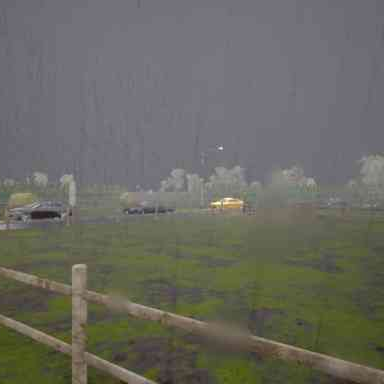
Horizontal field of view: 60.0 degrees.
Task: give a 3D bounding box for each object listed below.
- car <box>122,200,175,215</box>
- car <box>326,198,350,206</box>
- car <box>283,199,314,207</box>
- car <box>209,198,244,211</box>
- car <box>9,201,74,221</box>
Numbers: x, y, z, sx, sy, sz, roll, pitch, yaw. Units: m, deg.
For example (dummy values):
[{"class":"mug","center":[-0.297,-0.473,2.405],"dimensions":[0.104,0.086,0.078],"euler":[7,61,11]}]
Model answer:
[{"class":"car","center":[-4.188,1.555,33.120],"dimensions":[5.357,1.411,2.033],"euler":[0,0,-43]},{"class":"car","center":[22.394,1.586,51.108],"dimensions":[4.674,1.442,1.812],"euler":[0,0,-36]},{"class":"car","center":[14.478,1.649,45.084],"dimensions":[4.718,1.301,1.895],"euler":[0,0,-37]},{"class":"car","center":[4.254,1.497,40.507],"dimensions":[5.008,1.535,1.882],"euler":[0,0,-40]},{"class":"car","center":[-11.672,1.487,25.904],"dimensions":[2.128,1.511,4.902],"euler":[1,0,44]}]
